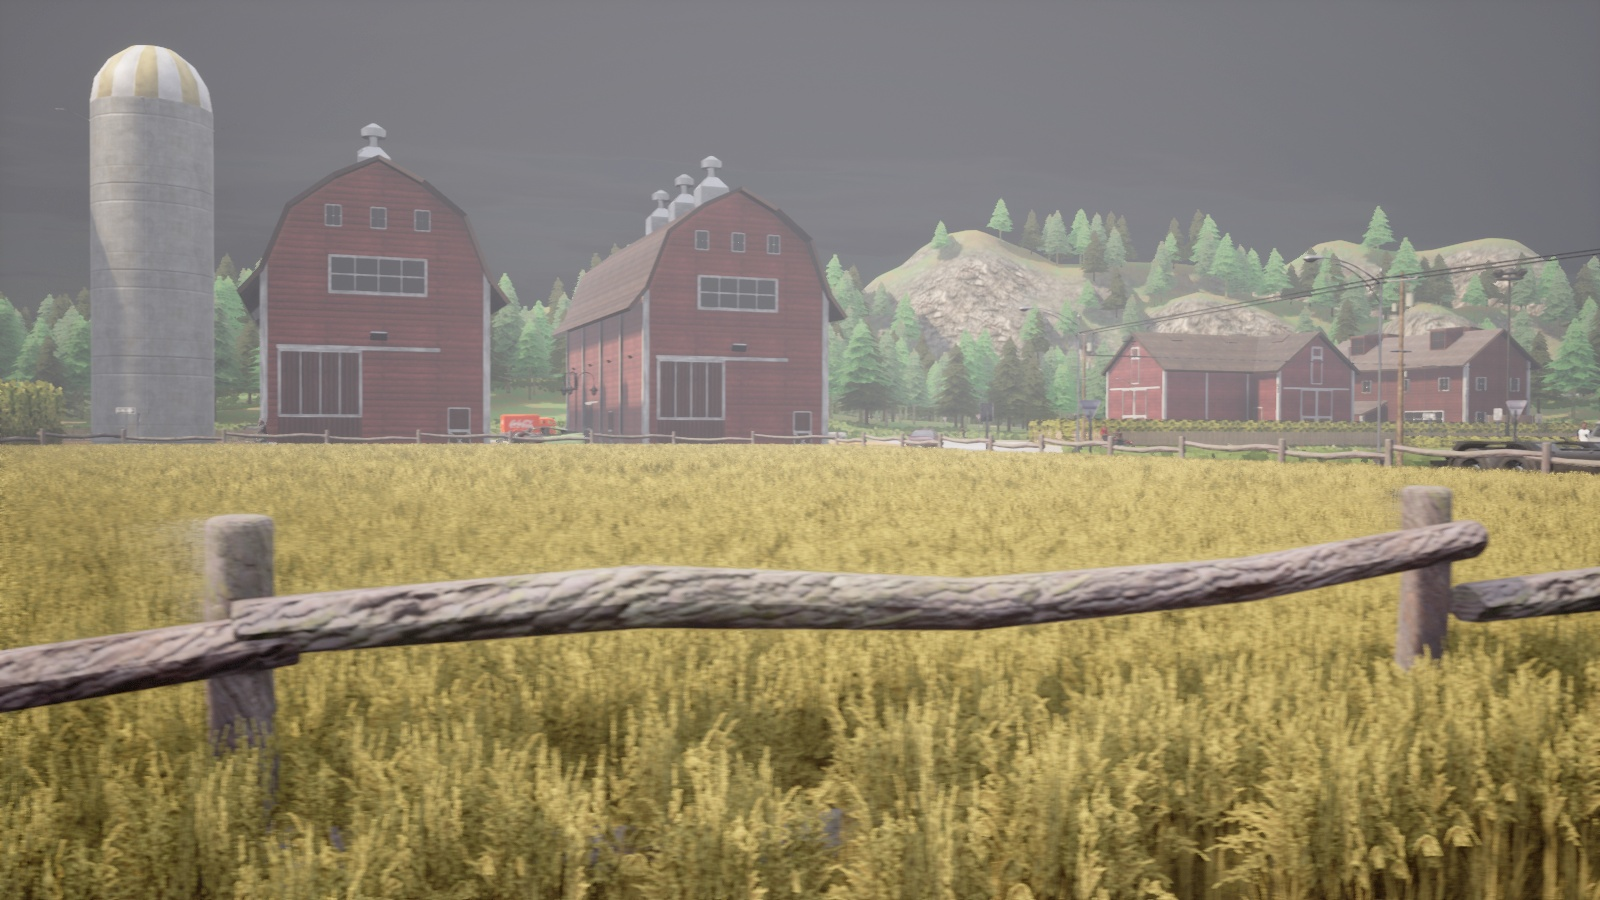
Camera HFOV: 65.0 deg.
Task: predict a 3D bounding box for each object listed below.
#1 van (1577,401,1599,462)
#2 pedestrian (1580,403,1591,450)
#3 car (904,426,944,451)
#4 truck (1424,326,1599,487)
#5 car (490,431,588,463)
[{"bbox_3d":[28.071,-0.632,41.522,4.442,1.987,1.775,-1,1,-22],"label":"van"},{"bbox_3d":[30.850,-0.917,49.317,0.354,1.836,0.706,0,1,34],"label":"pedestrian"},{"bbox_3d":[7.649,-0.739,77.214,1.812,1.442,4.674,-1,1,14],"label":"car"},{"bbox_3d":[18.372,-0.968,28.185,2.891,3.462,7.936,-1,1,-21],"label":"truck"},{"bbox_3d":[-13.299,-0.184,64.006,4.514,1.525,2.007,-1,1,-24],"label":"car"}]
